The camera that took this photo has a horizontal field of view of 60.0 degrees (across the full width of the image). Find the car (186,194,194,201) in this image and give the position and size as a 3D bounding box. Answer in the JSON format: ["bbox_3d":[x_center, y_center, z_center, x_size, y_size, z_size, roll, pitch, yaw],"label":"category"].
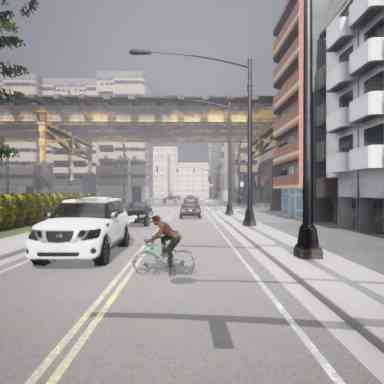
[{"bbox_3d":[-0.595,1.451,89.124,2.038,1.542,4.974,0,0,-1],"label":"car"}]

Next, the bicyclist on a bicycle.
[{"bbox_3d":[-0.774,1.451,8.931,1.656,1.620,0.582,-2,0,0],"label":"bicyclist on a bicycle"}]

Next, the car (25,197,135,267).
[{"bbox_3d":[-3.676,1.224,11.821,2.150,2.045,5.566,0,0,0],"label":"car"}]

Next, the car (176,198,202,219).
[{"bbox_3d":[-0.135,1.547,29.287,2.033,1.411,5.357,0,0,0],"label":"car"}]

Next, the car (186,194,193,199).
[{"bbox_3d":[-0.596,1.293,89.176,1.853,1.218,4.536,0,0,-1],"label":"car"}]

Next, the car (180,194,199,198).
[{"bbox_3d":[-0.001,1.451,62.531,2.038,1.542,4.974,0,0,-21],"label":"car"}]

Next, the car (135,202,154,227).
[{"bbox_3d":[-3.759,1.492,23.012,2.128,1.511,4.902,0,0,0],"label":"car"}]

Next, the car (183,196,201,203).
[{"bbox_3d":[-0.020,1.294,62.580,1.853,1.218,4.536,0,0,-21],"label":"car"}]

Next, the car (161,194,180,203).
[{"bbox_3d":[-4.164,1.451,62.804,2.038,1.542,4.974,0,0,24],"label":"car"}]

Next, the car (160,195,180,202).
[{"bbox_3d":[-4.143,1.294,62.851,1.853,1.218,4.536,0,0,24],"label":"car"}]
